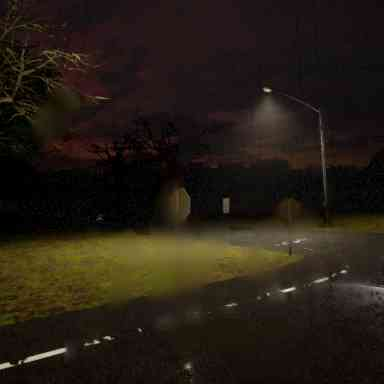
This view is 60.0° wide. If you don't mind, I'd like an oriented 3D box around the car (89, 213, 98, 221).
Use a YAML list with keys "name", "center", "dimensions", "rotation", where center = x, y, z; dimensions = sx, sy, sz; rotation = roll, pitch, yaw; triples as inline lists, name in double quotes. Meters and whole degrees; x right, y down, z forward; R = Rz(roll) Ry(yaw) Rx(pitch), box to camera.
- name: "car"
  center: [-17.242, 4.496, 60.632]
  dimensions: [2.128, 1.511, 4.902]
  rotation: [-1, -1, -35]

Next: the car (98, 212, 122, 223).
- name: "car"
  center: [-13.231, 4.263, 54.861]
  dimensions: [2.033, 1.411, 5.357]
  rotation: [-1, -2, -34]

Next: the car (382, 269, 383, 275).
- name: "car"
  center: [6.897, 1.675, 8.830]
  dimensions: [4.181, 1.385, 1.994]
  rotation: [3, -3, -35]
